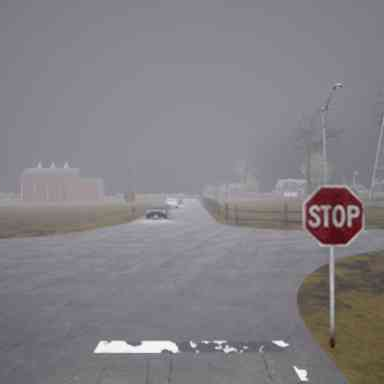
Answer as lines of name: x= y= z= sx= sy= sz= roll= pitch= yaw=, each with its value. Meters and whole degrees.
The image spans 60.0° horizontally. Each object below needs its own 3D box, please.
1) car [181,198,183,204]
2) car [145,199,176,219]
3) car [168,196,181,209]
car: x=-2.780 y=1.587 z=63.326 sx=2.128 sy=1.511 sz=4.902 roll=0 pitch=0 yaw=0
car: x=-2.875 y=1.584 z=29.408 sx=2.033 sy=1.411 sz=5.357 roll=0 pitch=0 yaw=1
car: x=-2.850 y=1.588 z=45.492 sx=1.812 sy=1.442 sz=4.674 roll=0 pitch=0 yaw=0
